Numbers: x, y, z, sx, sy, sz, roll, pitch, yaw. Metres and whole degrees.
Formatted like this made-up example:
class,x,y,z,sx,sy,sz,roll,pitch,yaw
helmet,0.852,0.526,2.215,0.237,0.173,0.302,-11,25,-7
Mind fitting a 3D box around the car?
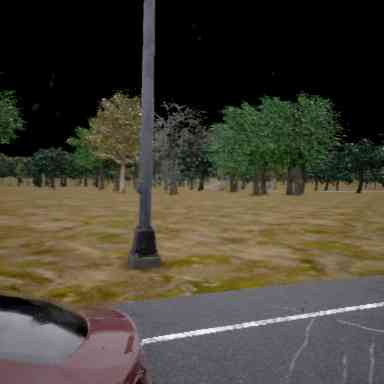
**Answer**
class,x,y,z,sx,sy,sz,roll,pitch,yaw
car,-2.508,1.376,1.853,4.674,1.442,1.812,1,2,-23
